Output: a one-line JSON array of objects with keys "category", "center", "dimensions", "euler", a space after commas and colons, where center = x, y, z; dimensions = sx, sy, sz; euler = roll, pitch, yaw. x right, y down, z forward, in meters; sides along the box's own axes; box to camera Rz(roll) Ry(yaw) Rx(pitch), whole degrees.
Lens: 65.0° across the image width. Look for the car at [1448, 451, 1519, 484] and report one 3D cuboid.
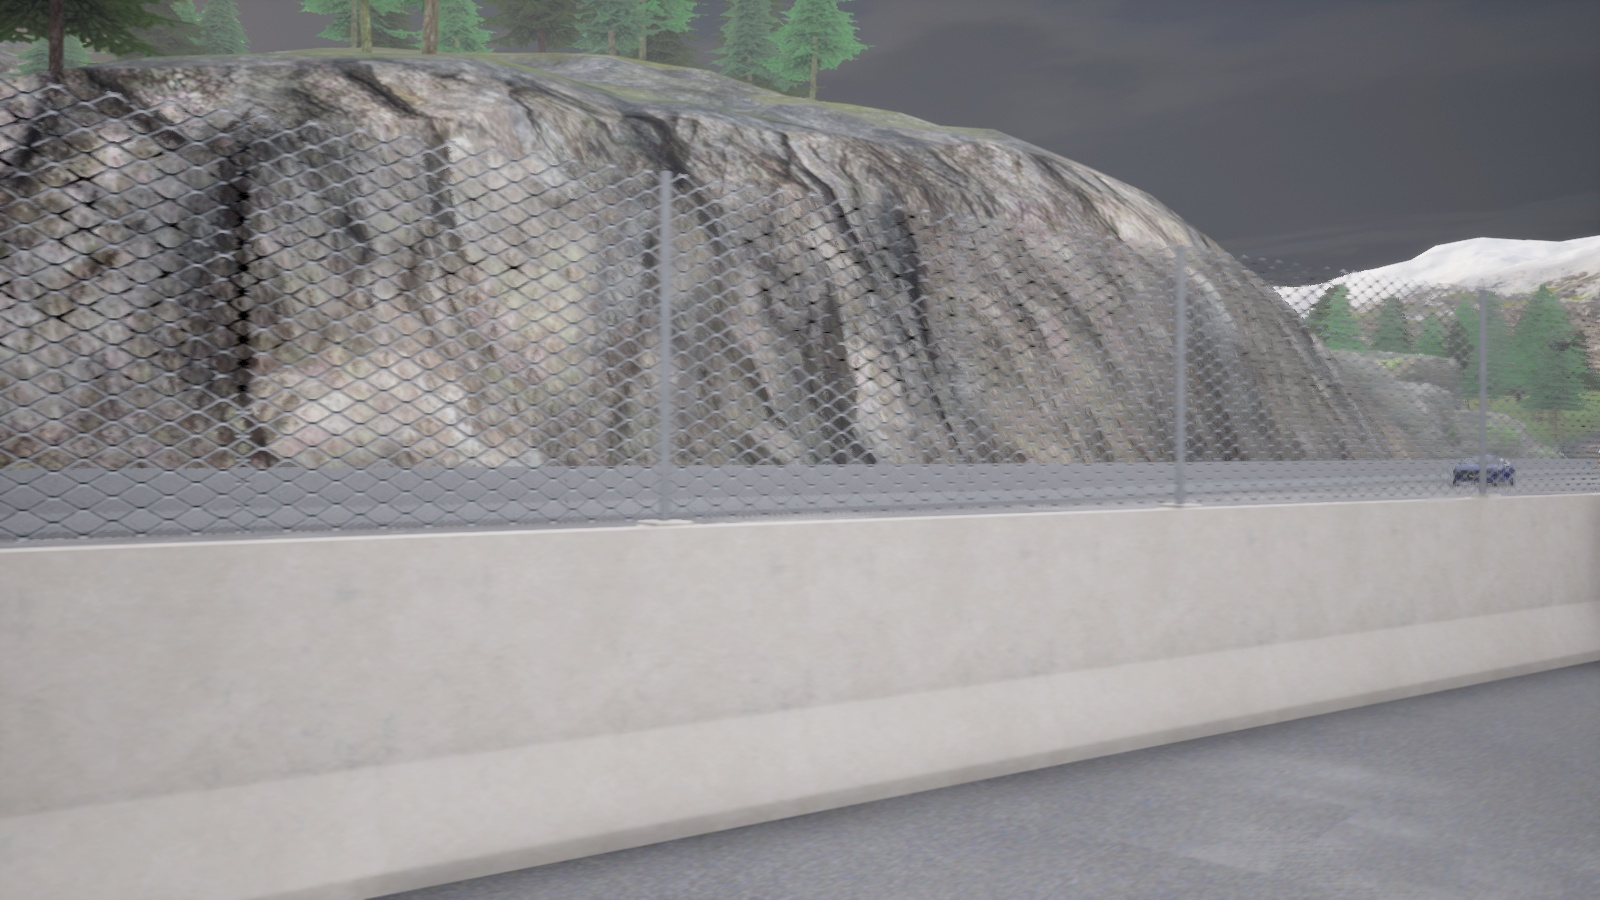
[{"category": "car", "center": [32.542, 0.805, 59.718], "dimensions": [1.882, 1.535, 5.008], "euler": [0, 0, 41]}]
